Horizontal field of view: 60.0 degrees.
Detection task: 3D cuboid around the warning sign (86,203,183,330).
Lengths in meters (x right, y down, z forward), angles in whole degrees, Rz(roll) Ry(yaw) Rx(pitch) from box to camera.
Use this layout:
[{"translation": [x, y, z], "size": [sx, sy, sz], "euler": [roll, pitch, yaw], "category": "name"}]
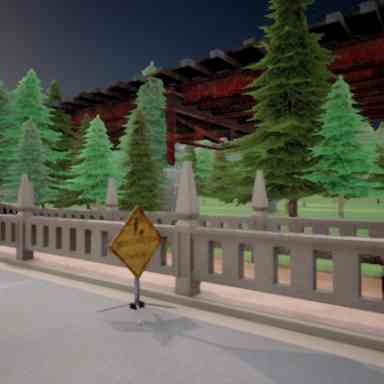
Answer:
[{"translation": [-0.973, 1.155, 5.852], "size": [1.060, 1.860, 1.300], "euler": [-1, 0, 35], "category": "warning sign"}]
